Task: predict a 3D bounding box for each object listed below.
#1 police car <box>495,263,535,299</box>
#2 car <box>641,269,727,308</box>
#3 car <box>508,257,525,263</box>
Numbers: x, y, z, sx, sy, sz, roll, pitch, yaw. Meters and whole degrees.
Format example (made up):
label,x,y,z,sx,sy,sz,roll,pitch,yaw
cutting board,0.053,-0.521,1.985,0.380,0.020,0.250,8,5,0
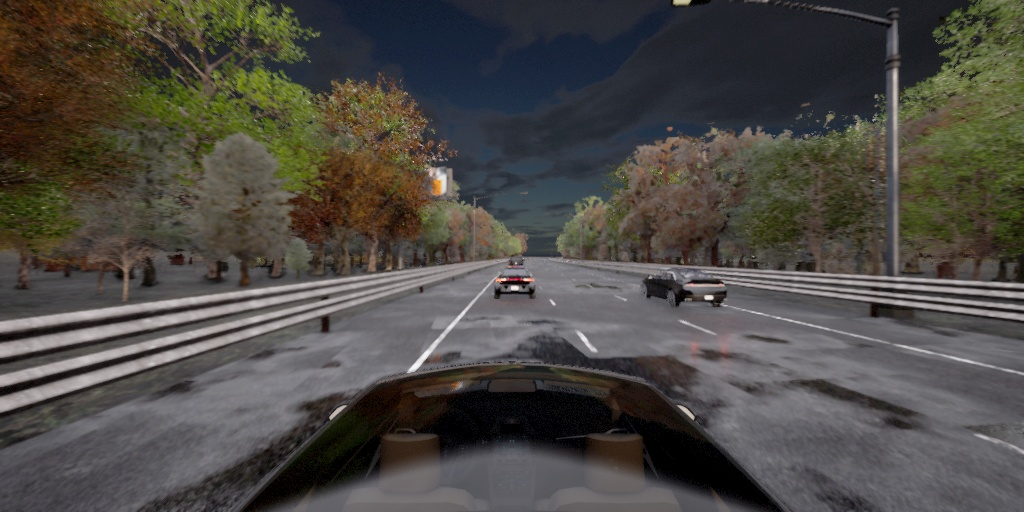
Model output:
label,x,y,z,sx,sy,sz,roll,pitch,yaw
police car,0.153,1.303,18.777,2.038,1.542,4.974,0,0,0
car,7.128,1.290,15.367,2.128,1.511,4.902,0,0,0
car,0.648,1.118,52.396,2.150,2.045,5.566,0,0,1
